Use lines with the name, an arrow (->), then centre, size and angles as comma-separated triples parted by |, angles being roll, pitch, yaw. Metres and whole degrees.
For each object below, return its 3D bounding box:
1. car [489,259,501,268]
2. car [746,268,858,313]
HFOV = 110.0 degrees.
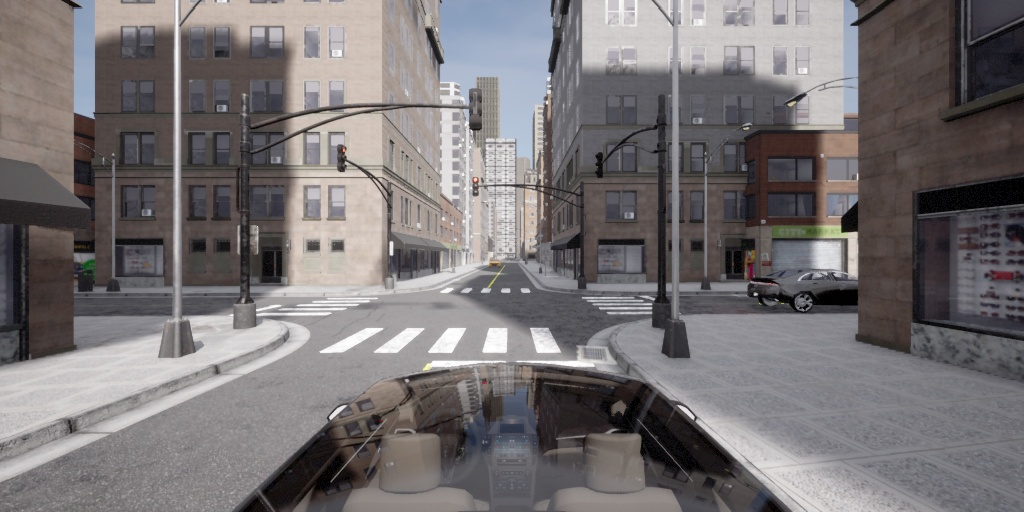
car -> -2.978, 1.208, 62.939 | 1.882, 1.535, 5.008 | 0, 0, 0
car -> 11.431, 1.209, 13.251 | 4.902, 1.511, 2.128 | 0, 0, 0
